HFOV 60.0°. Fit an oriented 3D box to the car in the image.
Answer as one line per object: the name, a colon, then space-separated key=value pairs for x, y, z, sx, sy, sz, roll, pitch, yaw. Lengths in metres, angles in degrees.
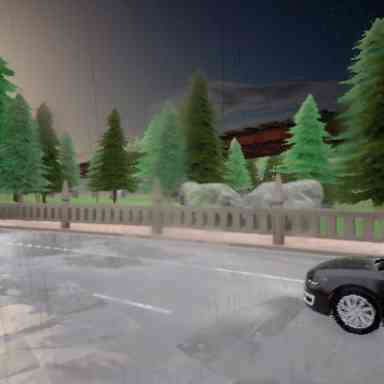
car: x=4.276 y=1.491 z=5.089 sx=4.892 sy=1.490 sz=1.837 roll=0 pitch=0 yaw=35
